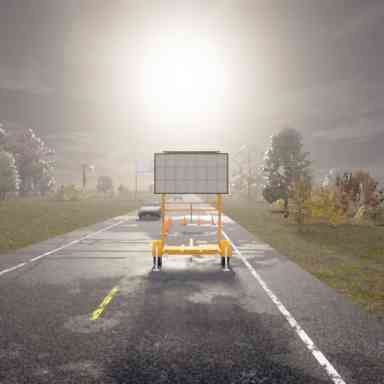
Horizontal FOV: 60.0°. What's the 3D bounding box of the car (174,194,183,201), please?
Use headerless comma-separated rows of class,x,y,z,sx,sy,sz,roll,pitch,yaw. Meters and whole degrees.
car,-3.657,1.297,90.277,2.150,2.045,5.566,0,0,0

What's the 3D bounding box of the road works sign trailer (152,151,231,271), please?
road works sign trailer,-0.019,0.465,10.890,2.380,3.560,2.880,0,0,0

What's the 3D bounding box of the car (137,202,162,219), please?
car,-3.551,1.556,29.568,2.033,1.411,5.357,0,0,0
